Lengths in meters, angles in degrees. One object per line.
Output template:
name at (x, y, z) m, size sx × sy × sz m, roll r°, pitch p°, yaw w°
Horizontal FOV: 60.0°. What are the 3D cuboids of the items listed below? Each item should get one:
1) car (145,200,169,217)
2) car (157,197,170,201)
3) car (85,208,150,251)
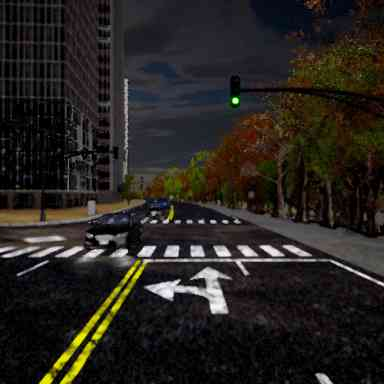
car at (-3.951, 1.951, 36.038) m, size 2.128 × 1.511 × 4.902 m, roll 0°, pitch 0°, yaw -2°
car at (-4.964, 1.891, 56.572) m, size 2.150 × 2.045 × 5.566 m, roll 0°, pitch 0°, yaw -3°
car at (-3.387, 1.685, 15.092) m, size 2.128 × 1.511 × 4.902 m, roll 0°, pitch -1°, yaw -1°
